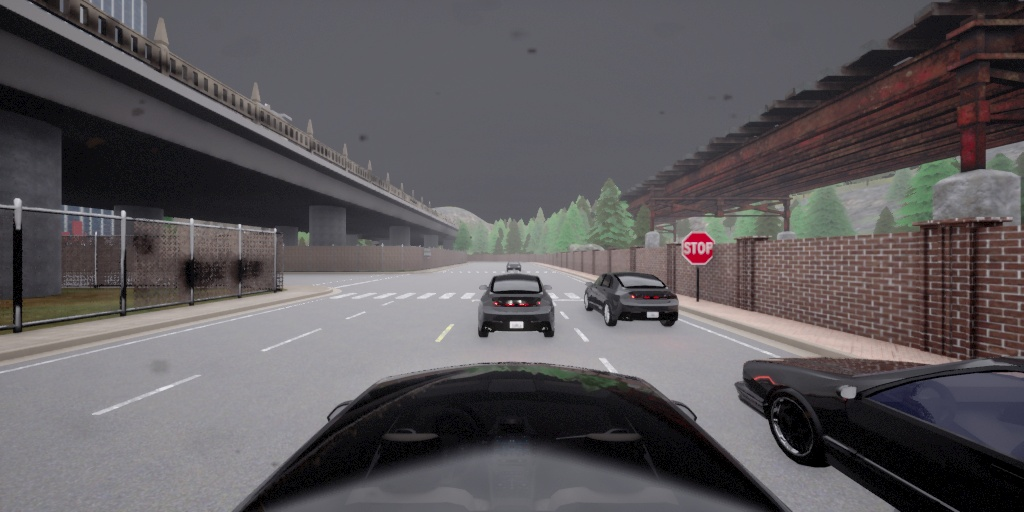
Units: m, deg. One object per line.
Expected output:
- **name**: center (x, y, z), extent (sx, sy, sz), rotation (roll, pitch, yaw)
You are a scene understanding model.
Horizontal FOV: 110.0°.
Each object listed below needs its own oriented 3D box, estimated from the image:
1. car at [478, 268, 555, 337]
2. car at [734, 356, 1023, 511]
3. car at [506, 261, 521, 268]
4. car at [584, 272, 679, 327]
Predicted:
- **car**: center (0.106, 1.255, 10.229), extent (1.837, 1.490, 4.892), rotation (0, 0, 0)
- **car**: center (3.600, 1.297, 1.839), extent (2.033, 1.411, 5.357), rotation (0, 0, 0)
- **car**: center (0.225, 1.351, 46.346), extent (1.895, 1.301, 4.718), rotation (0, 0, -1)
- **car**: center (3.609, 1.255, 11.586), extent (1.837, 1.490, 4.892), rotation (0, 0, 0)
